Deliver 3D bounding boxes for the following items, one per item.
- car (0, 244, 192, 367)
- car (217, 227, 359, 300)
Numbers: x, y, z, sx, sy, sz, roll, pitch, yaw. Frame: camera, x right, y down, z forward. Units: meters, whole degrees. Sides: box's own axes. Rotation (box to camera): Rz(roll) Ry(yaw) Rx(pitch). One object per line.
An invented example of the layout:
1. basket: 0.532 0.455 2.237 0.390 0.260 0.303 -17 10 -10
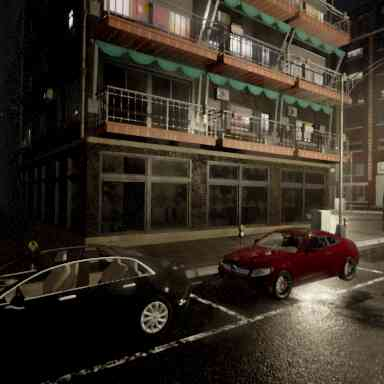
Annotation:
1. car: -2.057 1.551 5.036 4.403 1.369 2.008 0 1 -36
2. car: 2.567 1.584 8.345 4.206 1.307 1.802 0 1 -36
